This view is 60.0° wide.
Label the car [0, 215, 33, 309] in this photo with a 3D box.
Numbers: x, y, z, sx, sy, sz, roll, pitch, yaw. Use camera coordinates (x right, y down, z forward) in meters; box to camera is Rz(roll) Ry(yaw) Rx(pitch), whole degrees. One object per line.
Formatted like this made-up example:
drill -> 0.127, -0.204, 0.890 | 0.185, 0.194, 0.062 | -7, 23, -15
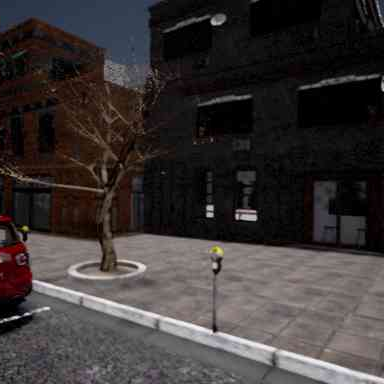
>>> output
car -> -5.150, 1.320, 6.520 | 5.009, 1.841, 2.192 | 0, 1, 35
